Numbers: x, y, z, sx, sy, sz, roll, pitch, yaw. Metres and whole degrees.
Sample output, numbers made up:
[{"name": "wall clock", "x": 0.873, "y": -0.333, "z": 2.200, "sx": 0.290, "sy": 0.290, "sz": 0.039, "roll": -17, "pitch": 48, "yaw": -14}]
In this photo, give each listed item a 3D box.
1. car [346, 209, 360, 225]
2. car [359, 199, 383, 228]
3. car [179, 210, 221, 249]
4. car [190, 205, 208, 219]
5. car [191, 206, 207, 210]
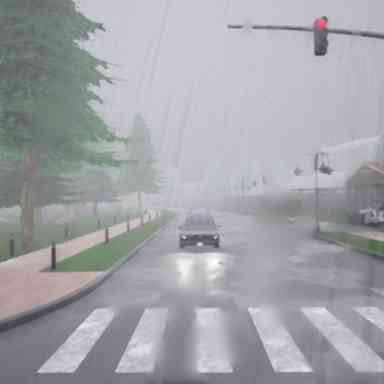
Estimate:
[{"name": "car", "x": 13.090, "y": 1.442, "z": 23.266, "sx": 3.866, "sy": 1.878, "sz": 1.905, "roll": -1, "pitch": -1, "yaw": 1}, {"name": "car", "x": 13.427, "y": 1.385, "z": 20.745, "sx": 4.605, "sy": 1.855, "sz": 1.932, "roll": -1, "pitch": -1, "yaw": 1}, {"name": "car", "x": 0.401, "y": 1.877, "z": 16.719, "sx": 2.033, "sy": 1.411, "sz": 5.357, "roll": -1, "pitch": -1, "yaw": 1}, {"name": "car", "x": 0.835, "y": 2.343, "z": 39.448, "sx": 1.994, "sy": 1.385, "sz": 4.181, "roll": -1, "pitch": -1, "yaw": 0}, {"name": "car", "x": 0.618, "y": 2.056, "z": 26.928, "sx": 1.812, "sy": 1.442, "sz": 4.674, "roll": -1, "pitch": -1, "yaw": 2}]
